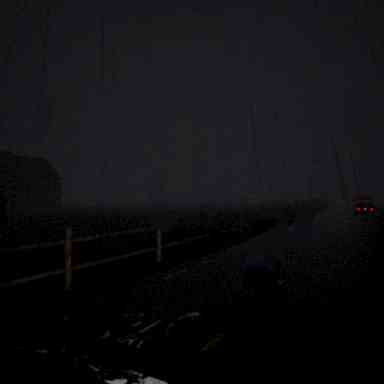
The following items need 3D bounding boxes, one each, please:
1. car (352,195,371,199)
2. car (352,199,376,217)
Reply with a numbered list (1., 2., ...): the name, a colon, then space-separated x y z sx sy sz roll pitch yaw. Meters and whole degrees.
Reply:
1. car: 22.092 1.416 43.102 2.150 2.045 5.566 0 0 25
2. car: 17.540 1.692 33.740 2.033 1.411 5.357 0 0 27
